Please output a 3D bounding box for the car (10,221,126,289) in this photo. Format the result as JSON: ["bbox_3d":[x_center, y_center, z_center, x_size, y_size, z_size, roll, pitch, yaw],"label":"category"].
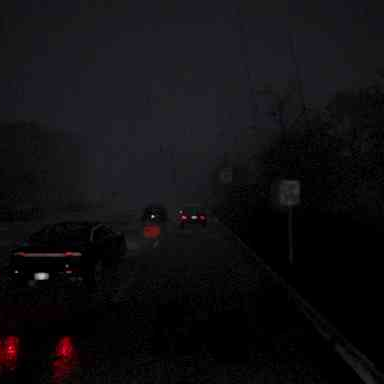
[{"bbox_3d":[-3.153,1.570,9.398,2.128,1.511,4.902,0,0,0],"label":"car"}]

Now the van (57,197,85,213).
[{"bbox_3d":[-15.555,1.584,42.355,1.878,1.987,4.442,0,0,0],"label":"van"}]

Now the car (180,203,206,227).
[{"bbox_3d":[0.096,1.750,24.483,2.033,1.411,5.357,0,0,0],"label":"car"}]

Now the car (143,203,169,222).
[{"bbox_3d":[-3.152,1.748,29.304,1.837,1.490,4.892,0,0,0],"label":"car"}]

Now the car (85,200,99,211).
[{"bbox_3d":[-15.571,1.887,47.964,2.163,1.488,4.792,0,0,0],"label":"car"}]

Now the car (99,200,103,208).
[{"bbox_3d":[-15.602,1.945,53.460,2.002,1.452,4.674,-2,0,0],"label":"car"}]

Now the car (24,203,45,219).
[{"bbox_3d":[-15.528,1.758,31.422,2.002,1.452,4.674,0,0,0],"label":"car"}]

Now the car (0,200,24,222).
[{"bbox_3d":[-15.513,1.544,25.802,2.185,1.767,4.553,0,0,0],"label":"car"}]

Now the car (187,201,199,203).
[{"bbox_3d":[0.102,1.820,41.373,1.882,1.535,5.008,0,-1,0],"label":"car"}]
